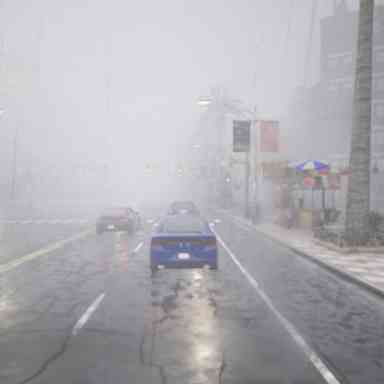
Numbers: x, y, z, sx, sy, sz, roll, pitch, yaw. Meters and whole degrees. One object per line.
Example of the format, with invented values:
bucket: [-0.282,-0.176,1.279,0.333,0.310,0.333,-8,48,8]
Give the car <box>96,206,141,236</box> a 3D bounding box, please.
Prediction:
car: [-3.970,1.505,18.304,1.812,1.442,4.674,0,0,-2]

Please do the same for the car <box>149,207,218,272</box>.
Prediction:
car: [-0.262,1.464,10.840,1.882,1.535,5.008,0,0,-1]

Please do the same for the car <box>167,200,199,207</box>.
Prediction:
car: [-0.613,1.322,22.745,2.097,1.767,4.553,0,0,-2]
